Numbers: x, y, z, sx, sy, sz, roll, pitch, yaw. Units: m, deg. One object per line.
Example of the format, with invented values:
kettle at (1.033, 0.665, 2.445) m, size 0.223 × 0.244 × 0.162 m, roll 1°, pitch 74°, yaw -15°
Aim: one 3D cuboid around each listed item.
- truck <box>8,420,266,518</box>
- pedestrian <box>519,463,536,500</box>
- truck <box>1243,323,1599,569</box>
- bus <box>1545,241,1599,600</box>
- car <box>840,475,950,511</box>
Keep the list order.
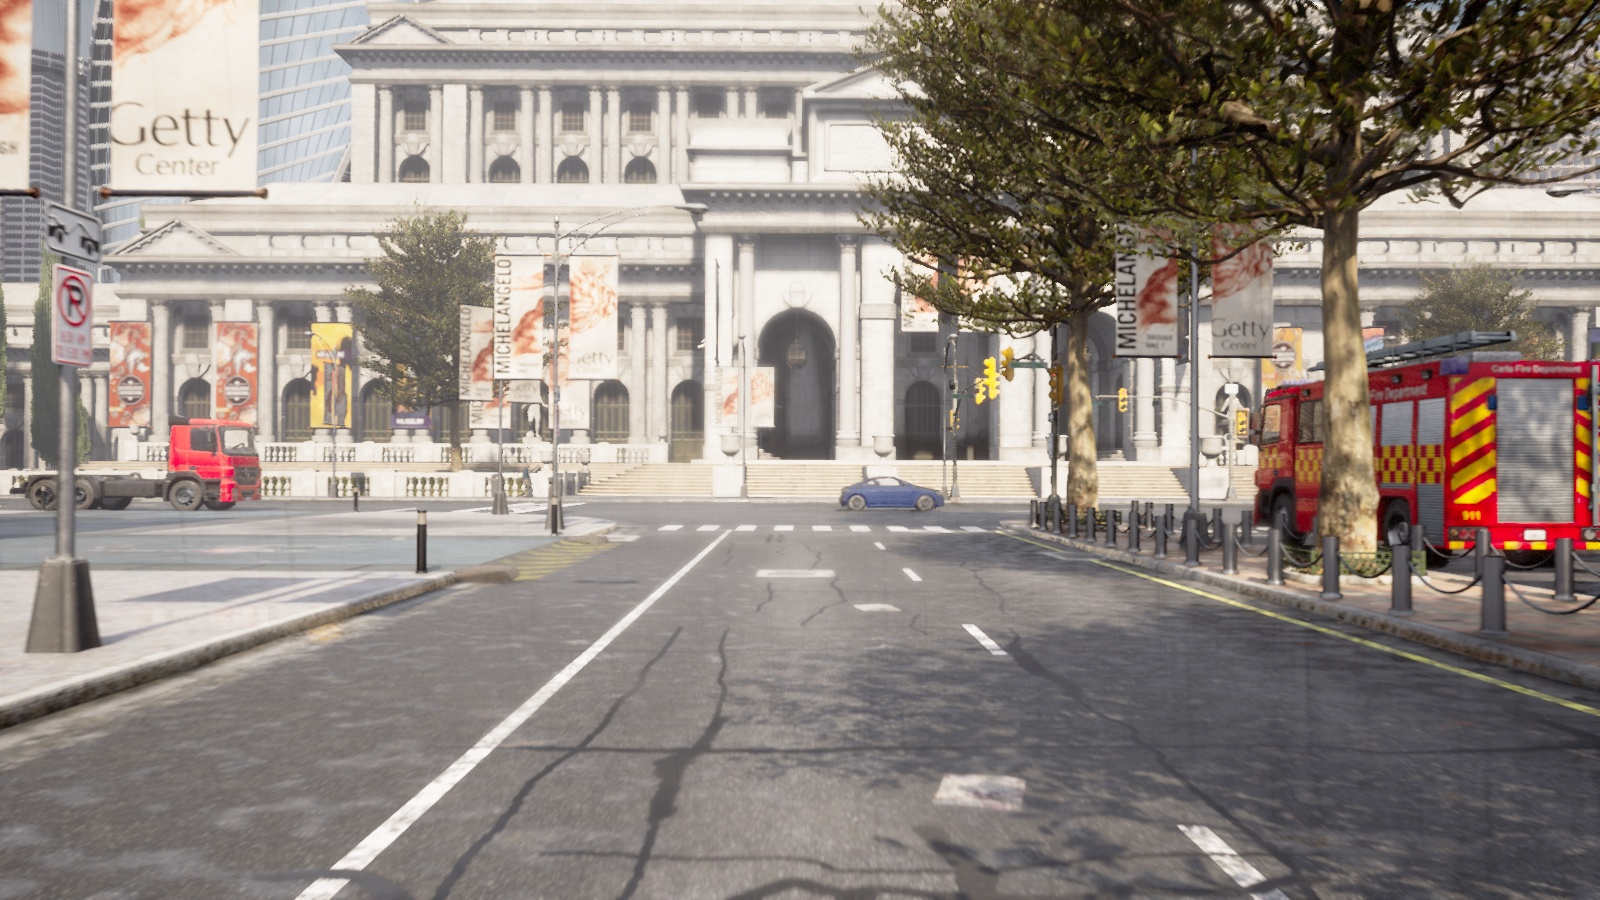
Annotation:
truck at (-24.189, 0.701, 46.118) m, size 7.936 × 3.462 × 2.891 m, roll 0°, pitch -1°, yaw 0°
pedestrian at (-13.848, 1.595, 63.824) m, size 0.726 × 1.842 × 0.402 m, roll 0°, pitch -1°, yaw 1°
truck at (11.394, 0.004, 23.885) m, size 2.891 × 3.827 × 8.468 m, roll 0°, pitch -1°, yaw 0°
bus at (11.470, -0.427, 10.802) m, size 3.944 × 4.253 × 10.273 m, roll 0°, pitch -1°, yaw 0°
car at (3.693, 1.693, 49.562) m, size 4.181 × 1.385 × 1.994 m, roll 0°, pitch -1°, yaw 0°
